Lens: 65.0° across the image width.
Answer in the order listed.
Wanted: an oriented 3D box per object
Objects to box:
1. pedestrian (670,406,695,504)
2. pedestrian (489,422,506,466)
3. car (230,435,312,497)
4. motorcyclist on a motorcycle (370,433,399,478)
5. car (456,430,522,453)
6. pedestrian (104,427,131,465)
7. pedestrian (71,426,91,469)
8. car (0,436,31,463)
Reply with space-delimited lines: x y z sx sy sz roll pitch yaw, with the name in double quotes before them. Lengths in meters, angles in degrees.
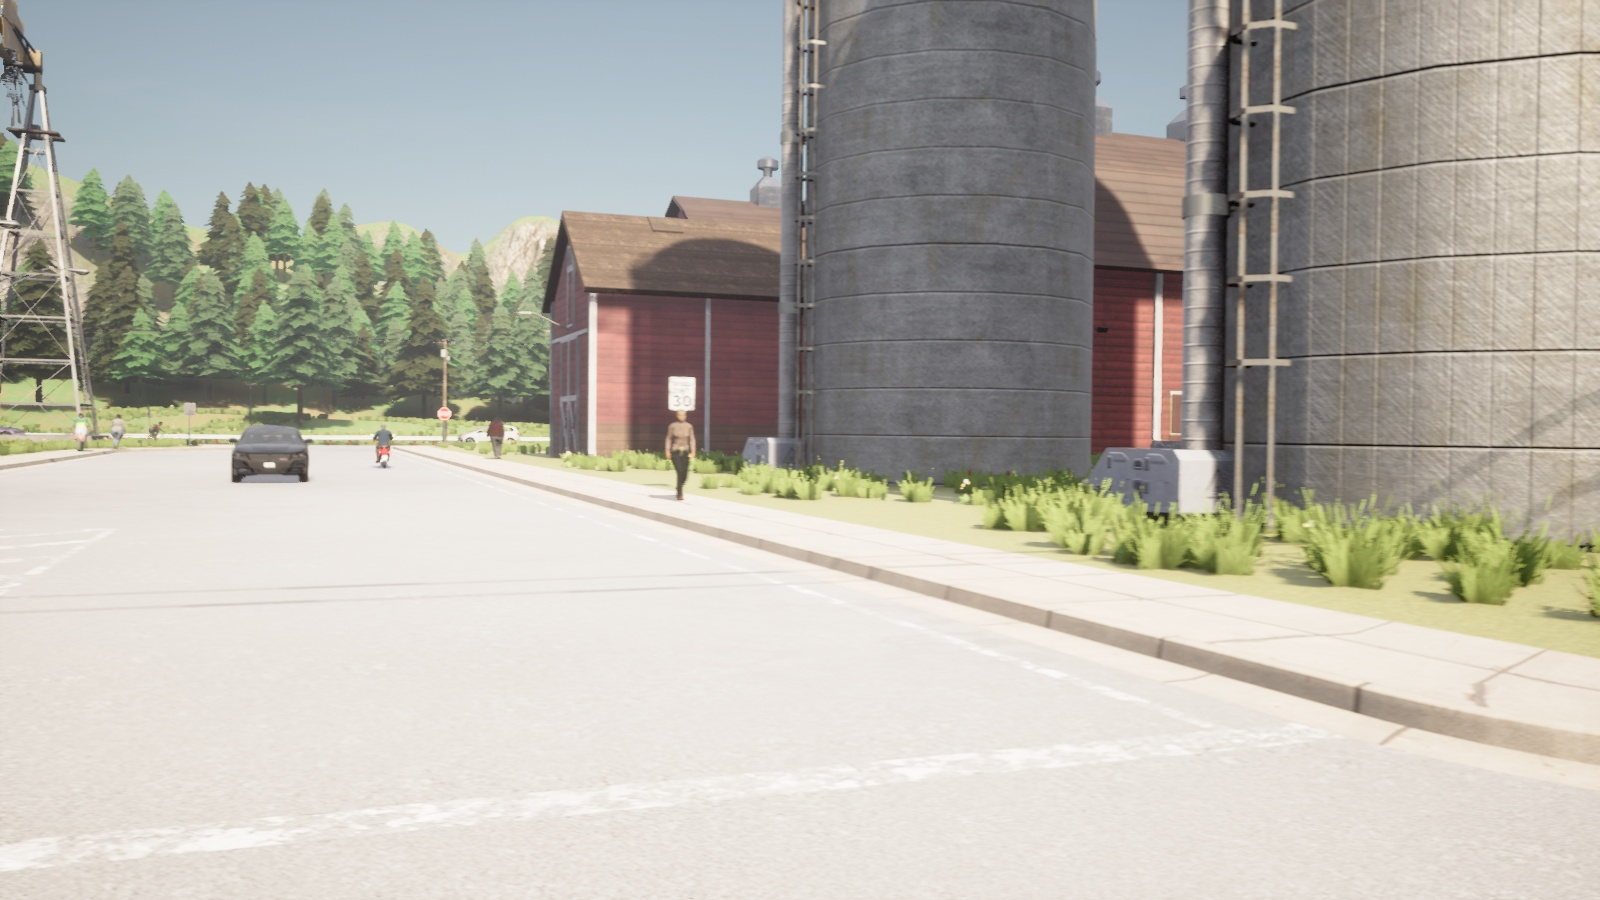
"pedestrian" -2.245 0.088 24.018 0.331 1.846 0.634 -1 1 -18
"pedestrian" -12.685 -0.265 52.678 0.634 1.844 0.899 -1 1 -14
"car" -14.380 0.373 34.296 1.882 1.535 5.008 -1 1 -22
"motorcyclist on a motorcycle" -15.009 0.176 45.371 0.866 1.590 1.817 -1 1 -22
"car" -23.466 -0.644 94.808 4.611 1.667 2.242 -1 1 -20
"pedestrian" -34.505 -0.209 63.526 0.874 1.855 0.900 -1 1 -6
"pedestrian" -33.272 -0.135 58.134 0.659 1.952 0.873 -1 1 -23
"car" -52.207 -0.016 80.259 4.856 1.649 2.033 -1 1 -21
